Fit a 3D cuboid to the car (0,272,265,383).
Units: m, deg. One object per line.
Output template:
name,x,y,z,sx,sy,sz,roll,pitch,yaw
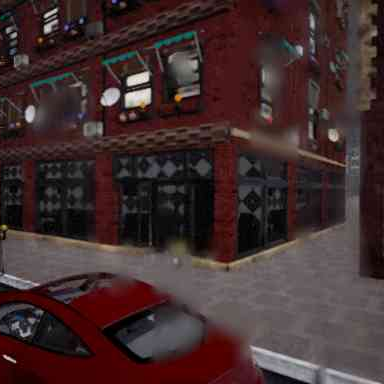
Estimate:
car,-1.309,1.583,3.643,4.206,1.307,1.802,0,1,35
